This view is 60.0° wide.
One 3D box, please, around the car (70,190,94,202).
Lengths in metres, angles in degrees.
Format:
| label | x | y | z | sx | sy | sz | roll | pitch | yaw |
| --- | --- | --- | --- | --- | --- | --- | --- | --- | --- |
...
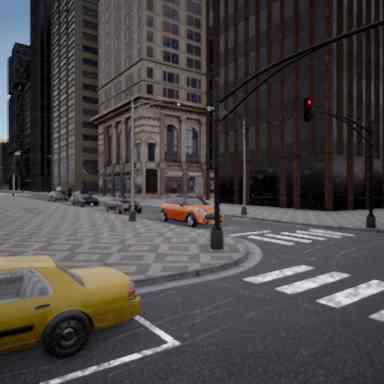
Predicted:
| label | x | y | z | sx | sy | sz | roll | pitch | yaw |
| --- | --- | --- | --- | --- | --- | --- | --- | --- | --- |
| car | -15.820 | 0.563 | 47.609 | 1.882 | 1.535 | 5.008 | 0 | 1 | -35 |

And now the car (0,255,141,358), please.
| label | x | y | z | sx | sy | sz | roll | pitch | yaw |
| --- | --- | --- | --- | --- | --- | --- | --- | --- | --- |
| car | -3.100 | 1.525 | 4.438 | 4.829 | 1.417 | 1.752 | 0 | 0 | -36 |

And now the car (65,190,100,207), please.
| label | x | y | z | sx | sy | sz | roll | pitch | yaw |
| --- | --- | --- | --- | --- | --- | --- | --- | --- | --- |
| car | -11.975 | 0.842 | 36.846 | 2.033 | 1.411 | 5.357 | 0 | 1 | -36 |

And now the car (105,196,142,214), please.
| label | x | y | z | sx | sy | sz | roll | pitch | yaw |
| --- | --- | --- | --- | --- | --- | --- | --- | --- | --- |
| car | -5.878 | 1.058 | 28.328 | 1.994 | 1.385 | 4.181 | 0 | 1 | -35 |

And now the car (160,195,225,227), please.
| label | x | y | z | sx | sy | sz | roll | pitch | yaw |
| --- | --- | --- | --- | --- | --- | --- | --- | --- | --- |
| car | -0.065 | 1.040 | 20.209 | 2.097 | 1.767 | 4.553 | 0 | 1 | -36 |

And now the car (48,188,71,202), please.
| label | x | y | z | sx | sy | sz | roll | pitch | yaw |
| --- | --- | --- | --- | --- | --- | --- | --- | --- | --- |
| car | -18.490 | 0.590 | 46.026 | 1.837 | 1.490 | 4.892 | 0 | 1 | -35 |
